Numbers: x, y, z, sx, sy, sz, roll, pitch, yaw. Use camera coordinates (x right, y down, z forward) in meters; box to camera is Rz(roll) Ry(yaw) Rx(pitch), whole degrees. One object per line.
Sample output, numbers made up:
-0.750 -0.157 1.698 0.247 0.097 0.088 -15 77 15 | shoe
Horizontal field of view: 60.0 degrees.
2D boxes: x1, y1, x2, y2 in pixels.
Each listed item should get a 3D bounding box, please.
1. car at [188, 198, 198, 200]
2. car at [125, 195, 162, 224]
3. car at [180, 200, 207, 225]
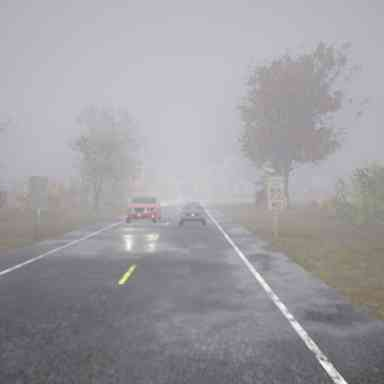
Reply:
0.095 1.559 43.668 1.812 1.442 4.674 0 0 0 | car
-3.555 1.222 25.352 2.150 2.045 5.566 0 0 1 | car
0.076 1.545 24.173 2.033 1.411 5.357 0 0 0 | car
